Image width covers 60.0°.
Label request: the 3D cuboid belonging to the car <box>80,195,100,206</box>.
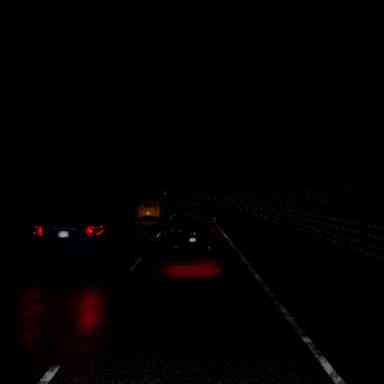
[{"bbox_3d":[-18.076,1.482,59.071,2.097,1.767,4.553,0,0,-1],"label":"car"}]

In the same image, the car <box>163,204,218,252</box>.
[{"bbox_3d":[0.042,1.496,13.970,1.882,1.535,5.008,0,0,0],"label":"car"}]

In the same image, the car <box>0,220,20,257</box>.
[{"bbox_3d":[-6.981,1.560,10.714,2.033,1.411,5.357,0,0,0],"label":"car"}]

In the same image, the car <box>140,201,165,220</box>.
[{"bbox_3d":[-3.471,1.532,28.982,1.882,1.535,5.008,0,0,0],"label":"car"}]

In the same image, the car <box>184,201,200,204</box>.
[{"bbox_3d":[0.029,1.532,28.987,1.882,1.535,5.008,0,0,0],"label":"car"}]

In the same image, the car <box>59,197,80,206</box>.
[{"bbox_3d":[-21.568,1.605,58.791,1.882,1.535,5.008,0,0,-1],"label":"car"}]

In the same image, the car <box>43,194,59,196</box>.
[{"bbox_3d":[-25.050,1.346,58.524,2.150,2.045,5.566,0,0,-1],"label":"car"}]

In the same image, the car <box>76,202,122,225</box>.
[{"bbox_3d":[-6.995,1.593,25.724,2.033,1.411,5.357,0,0,1],"label":"car"}]

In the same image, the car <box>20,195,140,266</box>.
[{"bbox_3d":[-3.475,1.237,11.733,2.150,2.045,5.566,0,0,0],"label":"car"}]
